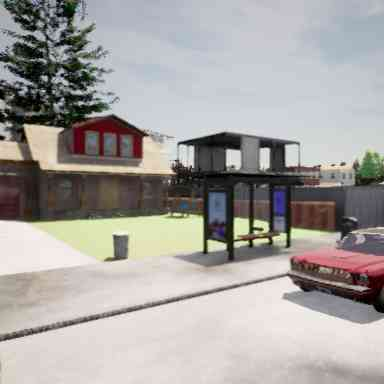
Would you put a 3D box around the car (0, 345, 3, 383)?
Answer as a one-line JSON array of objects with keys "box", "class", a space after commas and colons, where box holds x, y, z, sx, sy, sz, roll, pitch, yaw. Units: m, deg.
[{"box": [-3.874, 1.486, 1.854, 4.902, 1.511, 2.128, 0, 0, -35], "class": "car"}]

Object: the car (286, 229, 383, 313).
[{"box": [4.355, 1.587, 7.698, 4.718, 1.301, 1.895, 0, 0, -35], "class": "car"}]
